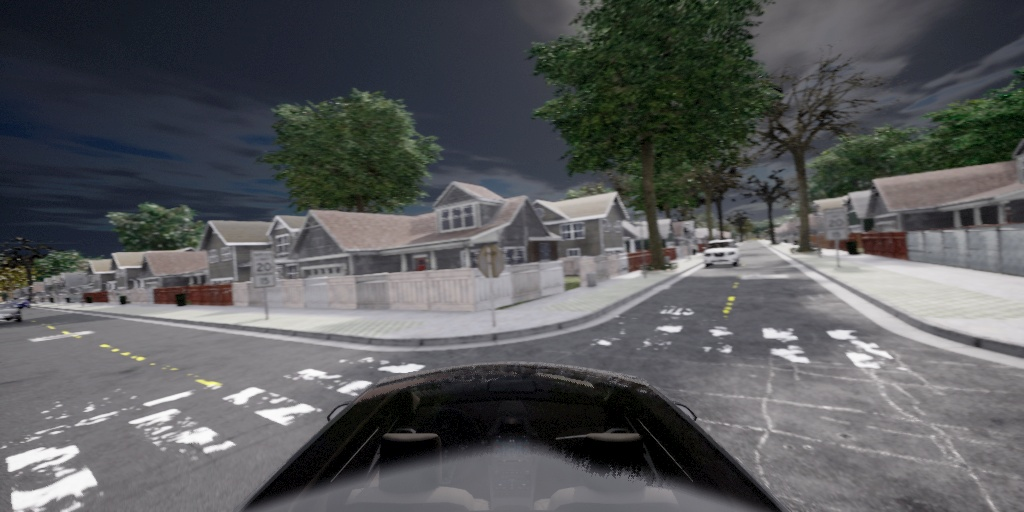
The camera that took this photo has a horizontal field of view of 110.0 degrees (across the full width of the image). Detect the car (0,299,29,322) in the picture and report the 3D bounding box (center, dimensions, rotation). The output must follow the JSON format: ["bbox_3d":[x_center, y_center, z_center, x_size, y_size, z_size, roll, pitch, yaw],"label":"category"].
[{"bbox_3d":[-39.775,4.483,27.854,4.902,1.511,2.128,-5,0,34],"label":"car"}]

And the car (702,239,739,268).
[{"bbox_3d":[16.425,-0.259,28.106,2.150,2.045,5.566,-5,0,34],"label":"car"}]
